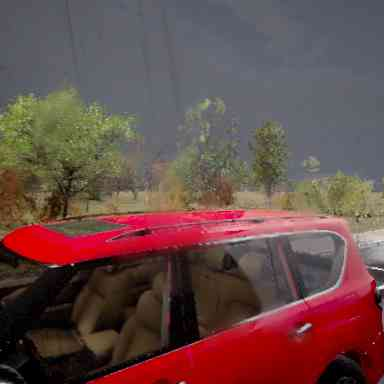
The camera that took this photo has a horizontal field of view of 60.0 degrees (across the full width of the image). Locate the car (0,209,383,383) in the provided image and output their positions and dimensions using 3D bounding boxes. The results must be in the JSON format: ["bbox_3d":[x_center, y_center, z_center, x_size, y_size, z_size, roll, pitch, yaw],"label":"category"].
[{"bbox_3d":[-0.670,1.220,2.593,5.566,2.045,2.150,0,0,-35],"label":"car"}]
